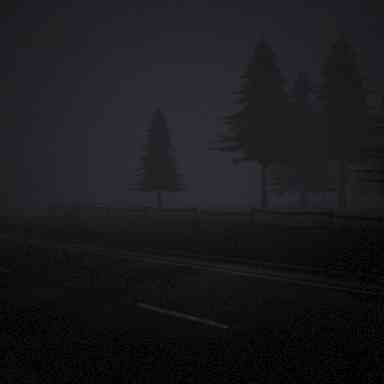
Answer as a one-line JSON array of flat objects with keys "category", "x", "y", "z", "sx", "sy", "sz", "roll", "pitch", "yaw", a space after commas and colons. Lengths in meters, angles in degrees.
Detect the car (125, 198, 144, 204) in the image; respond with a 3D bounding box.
[{"category": "car", "x": -13.627, "y": 2.179, "z": 78.866, "sx": 1.895, "sy": 1.301, "sz": 4.718, "roll": -1, "pitch": 0, "yaw": 35}]
